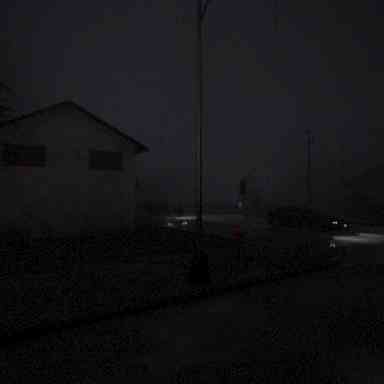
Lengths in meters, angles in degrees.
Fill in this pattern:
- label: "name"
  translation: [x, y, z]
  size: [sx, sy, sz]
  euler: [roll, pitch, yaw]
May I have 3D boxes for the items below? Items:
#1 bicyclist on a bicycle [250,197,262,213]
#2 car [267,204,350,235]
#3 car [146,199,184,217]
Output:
- label: "bicyclist on a bicycle"
  translation: [6.488, 1.338, 33.700]
  size: [1.656, 1.620, 0.582]
  euler: [0, 0, -36]
- label: "car"
  translation: [6.545, 1.499, 19.197]
  size: [1.837, 1.490, 4.892]
  euler: [0, 0, -36]
- label: "car"
  translation: [-2.654, 1.471, 32.042]
  size: [1.882, 1.535, 5.008]
  euler: [0, 0, -36]
